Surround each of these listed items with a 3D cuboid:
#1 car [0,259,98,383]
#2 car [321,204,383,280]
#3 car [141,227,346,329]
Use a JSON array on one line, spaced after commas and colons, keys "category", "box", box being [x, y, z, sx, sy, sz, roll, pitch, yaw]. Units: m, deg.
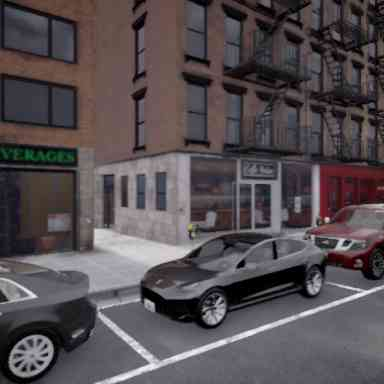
[{"category": "car", "box": [-3.350, 1.551, 3.811, 4.403, 1.369, 2.008, 0, 0, -35]}, {"category": "car", "box": [5.456, 1.309, 10.085, 5.009, 1.841, 2.192, 0, 0, -35]}, {"category": "car", "box": [1.053, 1.563, 6.948, 4.313, 1.339, 1.947, 0, 0, -35]}]
